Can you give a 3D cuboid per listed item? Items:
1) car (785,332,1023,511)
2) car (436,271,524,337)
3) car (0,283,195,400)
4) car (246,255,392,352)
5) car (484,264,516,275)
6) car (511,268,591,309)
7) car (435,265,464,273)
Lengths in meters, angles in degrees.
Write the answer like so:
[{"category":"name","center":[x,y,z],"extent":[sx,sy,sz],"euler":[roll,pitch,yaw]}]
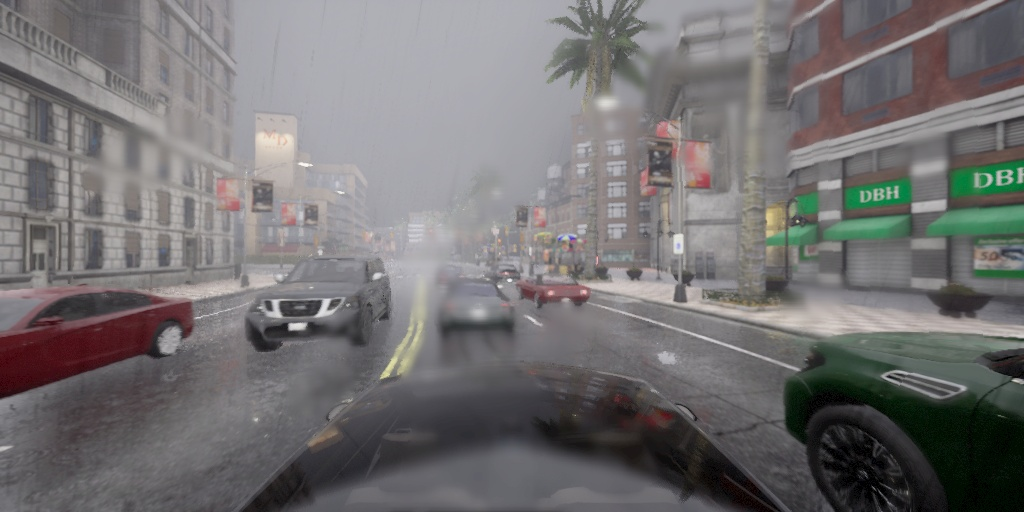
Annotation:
[{"category":"car","center":[3.507,0.963,0.786],"extent":[2.150,2.045,5.566],"euler":[0,0,0]},{"category":"car","center":[-1.129,1.325,10.449],"extent":[1.994,1.385,4.181],"euler":[0,0,-10]},{"category":"car","center":[-7.502,1.246,5.568],"extent":[1.882,1.535,5.008],"euler":[0,0,-8]},{"category":"car","center":[-4.575,0.988,9.501],"extent":[2.150,2.045,5.566],"euler":[0,0,-11]},{"category":"car","center":[-0.695,1.280,24.676],"extent":[1.837,1.490,4.892],"euler":[0,0,-13]},{"category":"car","center":[1.530,1.362,15.167],"extent":[1.895,1.301,4.718],"euler":[0,0,-13]},{"category":"car","center":[-4.034,1.328,23.668],"extent":[2.033,1.411,5.357],"euler":[0,0,-13]}]
